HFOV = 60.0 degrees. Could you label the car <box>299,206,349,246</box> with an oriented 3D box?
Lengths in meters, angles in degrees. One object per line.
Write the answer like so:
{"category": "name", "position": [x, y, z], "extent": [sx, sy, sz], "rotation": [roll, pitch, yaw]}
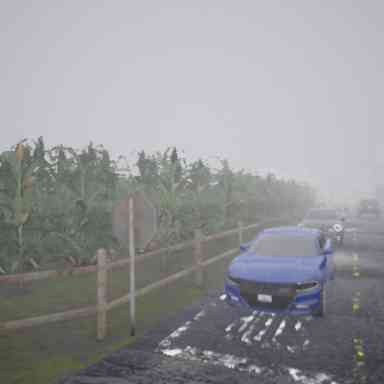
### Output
{"category": "car", "position": [6.632, 1.645, 16.905], "extent": [2.097, 1.767, 4.553], "rotation": [-2, -1, 26]}

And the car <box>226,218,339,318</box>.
{"category": "car", "position": [2.368, 1.637, 8.131], "extent": [1.882, 1.535, 5.008], "rotation": [-2, -1, 26]}

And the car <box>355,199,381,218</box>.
{"category": "car", "position": [19.852, 1.770, 37.362], "extent": [2.150, 2.045, 5.566], "rotation": [-2, -1, 26]}

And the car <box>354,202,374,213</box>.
{"category": "car", "position": [24.819, 2.193, 48.241], "extent": [2.128, 1.511, 4.902], "rotation": [-1, -1, 22]}

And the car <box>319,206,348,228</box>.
{"category": "car", "position": [11.598, 1.949, 27.096], "extent": [1.837, 1.490, 4.892], "rotation": [-2, -1, 26]}
